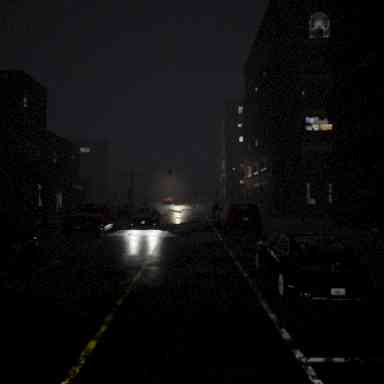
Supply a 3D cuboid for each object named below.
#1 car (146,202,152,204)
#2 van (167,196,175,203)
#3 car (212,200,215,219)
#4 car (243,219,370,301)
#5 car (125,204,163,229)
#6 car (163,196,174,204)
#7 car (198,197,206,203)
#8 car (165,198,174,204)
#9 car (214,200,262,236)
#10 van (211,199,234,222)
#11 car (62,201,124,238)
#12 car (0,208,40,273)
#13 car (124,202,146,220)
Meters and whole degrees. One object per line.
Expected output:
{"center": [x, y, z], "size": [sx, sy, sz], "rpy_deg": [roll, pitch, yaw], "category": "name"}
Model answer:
{"center": [-5.692, 1.890, 40.760], "size": [2.008, 1.369, 4.403], "rpy_deg": [1, 0, 0], "category": "car"}
{"center": [-5.706, 2.084, 90.085], "size": [1.690, 1.788, 3.998], "rpy_deg": [1, 0, 0], "category": "van"}
{"center": [2.696, 1.645, 24.536], "size": [1.967, 1.590, 4.097], "rpy_deg": [1, 0, 0], "category": "car"}
{"center": [2.701, 1.621, 8.314], "size": [2.008, 1.369, 4.403], "rpy_deg": [1, 0, 0], "category": "car"}
{"center": [-3.107, 1.757, 23.115], "size": [1.994, 1.385, 4.181], "rpy_deg": [0, 0, 0], "category": "car"}
{"center": [-5.782, 2.195, 78.715], "size": [1.887, 1.381, 4.507], "rpy_deg": [1, 0, 0], "category": "car"}
{"center": [2.672, 2.183, 90.148], "size": [1.967, 1.590, 4.097], "rpy_deg": [1, 0, 0], "category": "car"}
{"center": [-5.708, 2.241, 84.396], "size": [1.887, 1.381, 4.507], "rpy_deg": [1, 0, 0], "category": "car"}
{"center": [2.700, 1.475, 19.130], "size": [2.192, 1.841, 5.009], "rpy_deg": [1, 0, 0], "category": "car"}
{"center": [2.696, 1.591, 29.944], "size": [1.690, 1.788, 3.998], "rpy_deg": [1, 0, 0], "category": "van"}
{"center": [-5.679, 1.475, 19.134], "size": [2.192, 1.841, 5.009], "rpy_deg": [1, 0, 0], "category": "car"}
{"center": [-5.675, 1.386, 8.320], "size": [2.192, 1.841, 5.009], "rpy_deg": [1, 0, 0], "category": "car"}
{"center": [-5.685, 1.690, 29.948], "size": [1.967, 1.590, 4.097], "rpy_deg": [1, 0, 0], "category": "car"}
